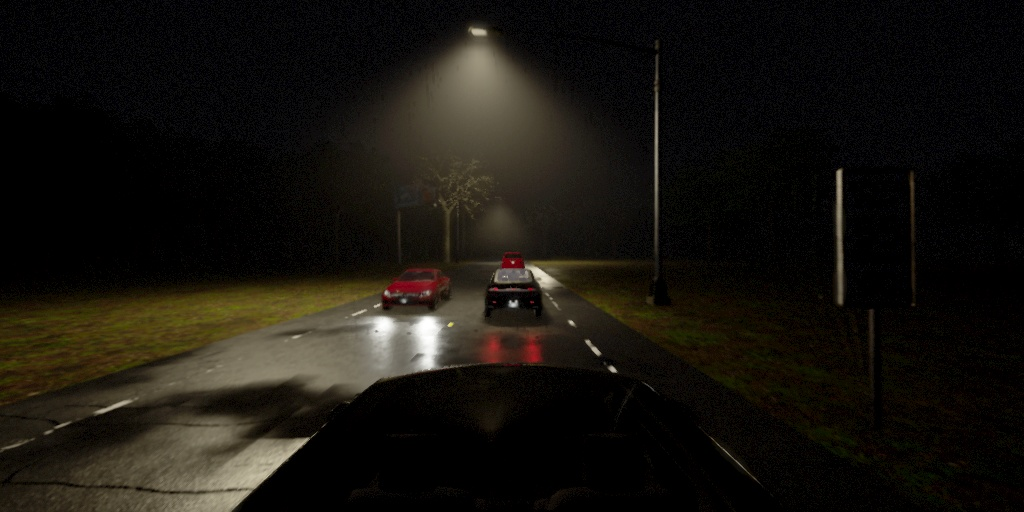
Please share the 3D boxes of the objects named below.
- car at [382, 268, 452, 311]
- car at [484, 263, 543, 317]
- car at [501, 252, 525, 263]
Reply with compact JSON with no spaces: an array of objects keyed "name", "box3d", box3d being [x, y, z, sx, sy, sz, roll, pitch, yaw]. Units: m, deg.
[{"name":"car","box3d":[-3.574,1.213,14.231,1.812,1.442,4.674,0,0,0]},{"name":"car","box3d":[0.058,1.190,12.852,2.128,1.511,4.902,0,0,0]},{"name":"car","box3d":[0.092,0.651,35.583,2.150,2.045,5.566,0,1,0]}]
